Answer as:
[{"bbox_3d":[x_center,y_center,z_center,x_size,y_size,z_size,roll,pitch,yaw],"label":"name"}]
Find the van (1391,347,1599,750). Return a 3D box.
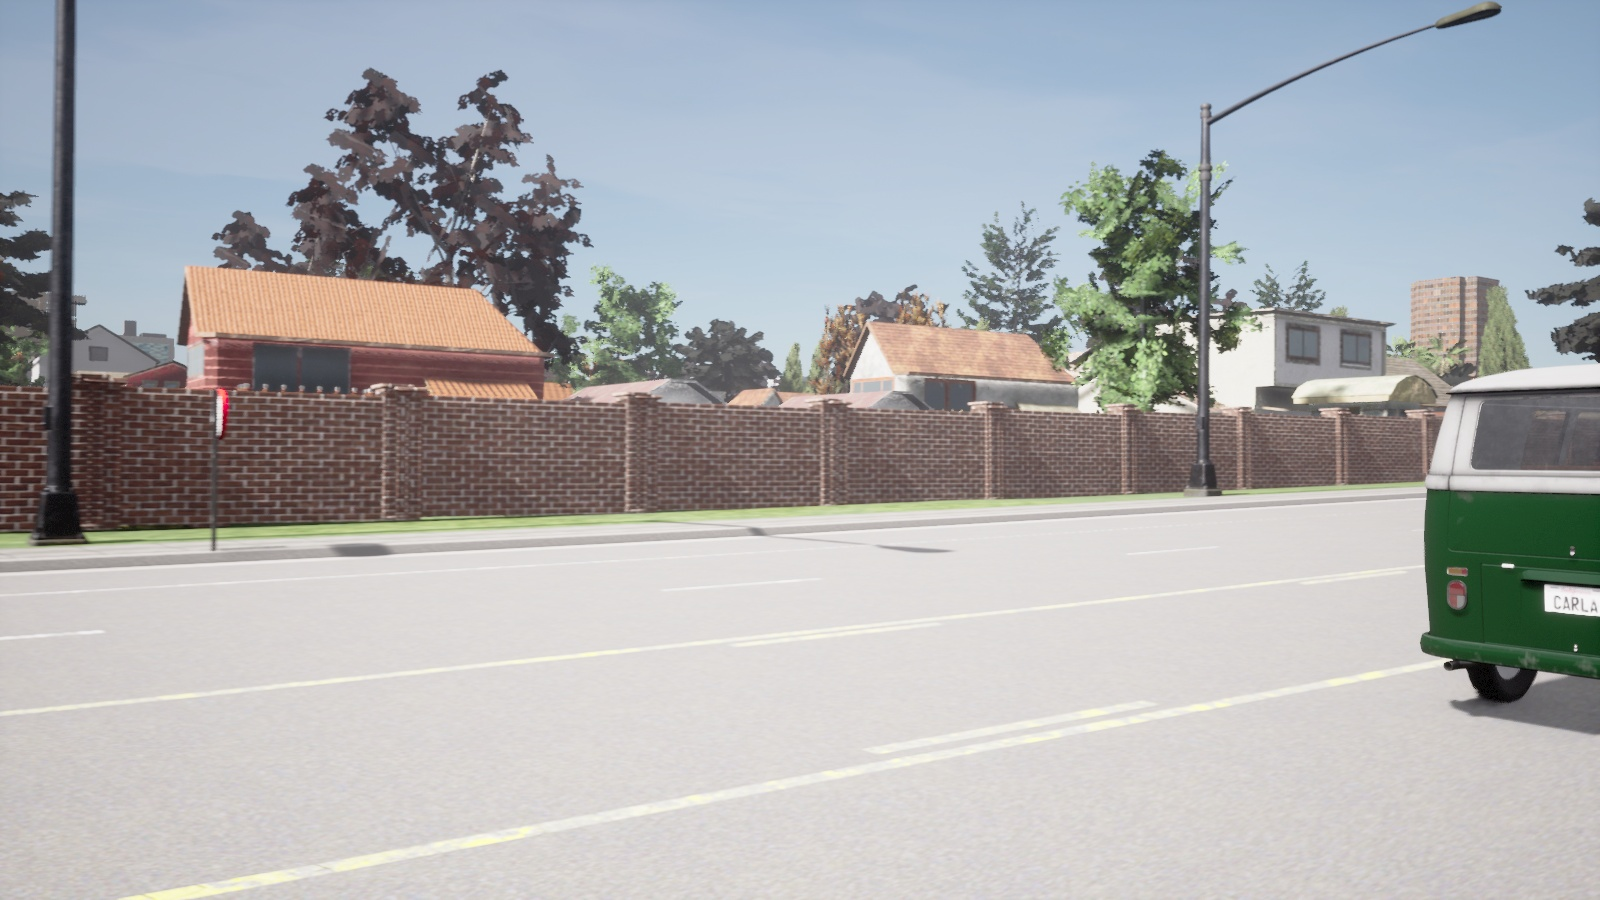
[{"bbox_3d":[5.657,0.470,7.595,4.442,1.987,1.775,-1,0,-35],"label":"van"}]
